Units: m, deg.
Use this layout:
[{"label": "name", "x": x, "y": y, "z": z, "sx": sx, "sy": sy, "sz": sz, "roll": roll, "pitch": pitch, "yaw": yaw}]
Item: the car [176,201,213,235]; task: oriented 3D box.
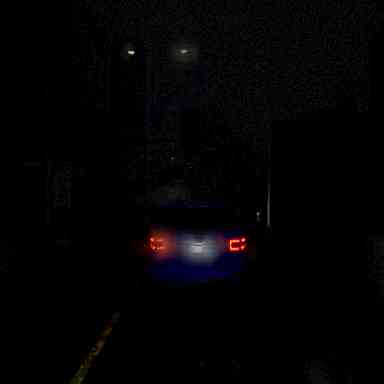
[{"label": "car", "x": 0.118, "y": 1.390, "z": 19.127, "sx": 1.837, "sy": 1.490, "sz": 4.892, "roll": 0, "pitch": 1, "yaw": -1}]

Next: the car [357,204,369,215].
[{"label": "car", "x": 18.218, "y": 1.527, "z": 32.402, "sx": 4.206, "sy": 1.307, "sz": 1.802, "roll": 1, "pitch": 0, "yaw": 0}]

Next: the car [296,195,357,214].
[{"label": "car", "x": 12.820, "y": 1.183, "z": 32.409, "sx": 5.009, "sy": 1.841, "sz": 2.192, "roll": 1, "pitch": 0, "yaw": 0}]

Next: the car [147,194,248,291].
[{"label": "car", "x": 0.111, "y": 1.196, "z": 9.099, "sx": 2.150, "sy": 2.045, "sz": 5.566, "roll": 0, "pitch": 0, "yaw": 0}]

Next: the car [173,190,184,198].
[{"label": "car", "x": -2.578, "y": 0.353, "z": 64.872, "sx": 1.895, "sy": 1.301, "sz": 4.718, "roll": 0, "pitch": 2, "yaw": 1}]

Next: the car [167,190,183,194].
[{"label": "car", "x": -2.712, "y": 0.834, "z": 45.161, "sx": 2.128, "sy": 1.511, "sz": 4.902, "roll": 0, "pitch": 2, "yaw": -1}]
